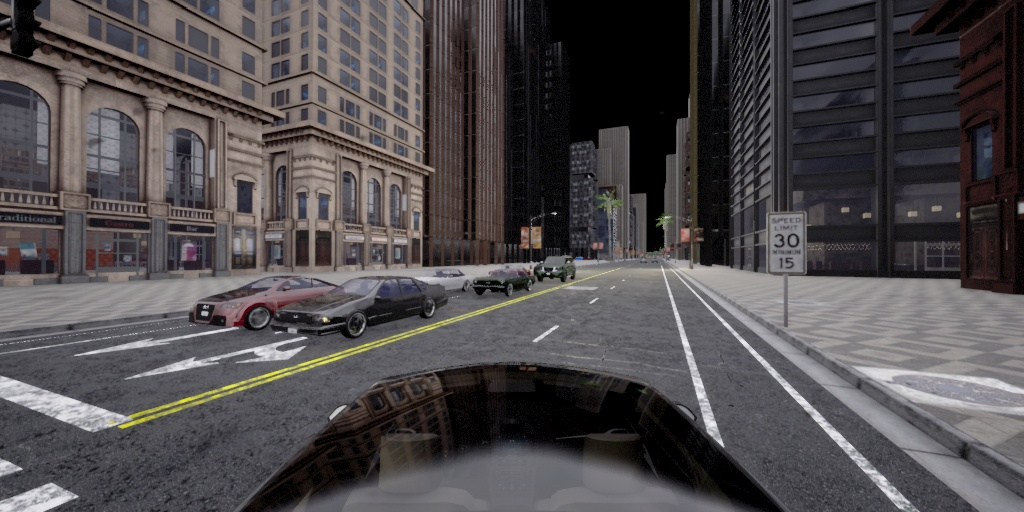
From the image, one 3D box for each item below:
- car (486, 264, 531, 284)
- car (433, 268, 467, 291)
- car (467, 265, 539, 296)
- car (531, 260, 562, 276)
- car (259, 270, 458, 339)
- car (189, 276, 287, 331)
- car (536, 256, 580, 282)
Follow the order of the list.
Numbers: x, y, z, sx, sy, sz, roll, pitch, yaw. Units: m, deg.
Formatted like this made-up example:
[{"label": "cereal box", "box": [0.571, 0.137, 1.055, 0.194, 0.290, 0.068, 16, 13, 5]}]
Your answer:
[{"label": "car", "box": [-0.131, 1.363, 28.480, 1.895, 1.301, 4.718, 0, 0, 22]}, {"label": "car", "box": [-3.905, 1.356, 19.260, 1.895, 1.301, 4.718, 0, 0, 22]}, {"label": "car", "box": [-0.321, 1.357, 19.433, 1.895, 1.301, 4.718, 0, 0, 22]}, {"label": "car", "box": [3.768, 1.249, 37.911, 1.882, 1.535, 5.008, 0, 0, 23]}, {"label": "car", "box": [-3.952, 1.299, 10.558, 2.033, 1.411, 5.357, 0, 0, 22]}, {"label": "car", "box": [-7.218, 1.315, 11.149, 1.994, 1.385, 4.181, 0, 0, 22]}, {"label": "car", "box": [3.733, 0.986, 29.332, 2.150, 2.045, 5.566, 0, 0, 22]}]
